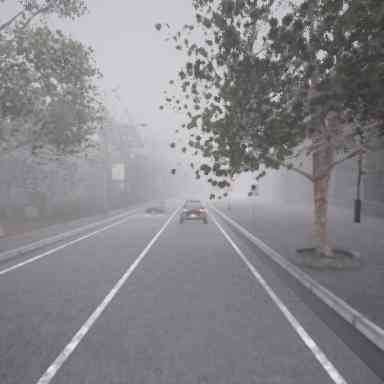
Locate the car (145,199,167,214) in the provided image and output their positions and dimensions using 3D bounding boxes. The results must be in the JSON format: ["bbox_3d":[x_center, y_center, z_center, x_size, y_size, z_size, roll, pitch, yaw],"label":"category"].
[{"bbox_3d":[-3.604,1.471,34.005,2.033,1.411,5.357,0,0,0],"label":"car"}]

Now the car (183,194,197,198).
[{"bbox_3d":[0.090,1.380,43.567,1.882,1.535,5.008,0,0,0],"label":"car"}]

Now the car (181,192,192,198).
[{"bbox_3d":[-1.055,0.859,76.479,2.097,1.767,4.553,1,1,11],"label":"car"}]

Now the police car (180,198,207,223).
[{"bbox_3d":[0.094,1.449,25.230,2.038,1.542,4.974,0,0,0],"label":"police car"}]
